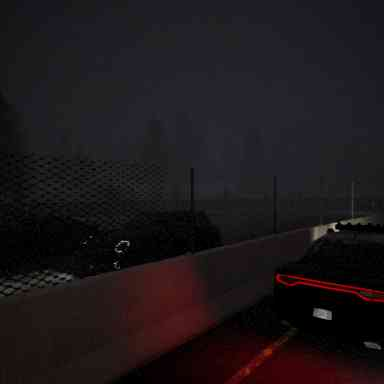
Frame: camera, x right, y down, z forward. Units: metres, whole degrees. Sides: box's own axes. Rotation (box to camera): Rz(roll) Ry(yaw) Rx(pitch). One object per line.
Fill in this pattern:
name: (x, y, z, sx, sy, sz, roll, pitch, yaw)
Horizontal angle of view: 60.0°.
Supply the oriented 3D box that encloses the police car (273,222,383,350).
police car: (3.412, 1.425, 6.426, 1.930, 1.638, 5.238, 0, 0, 40)
